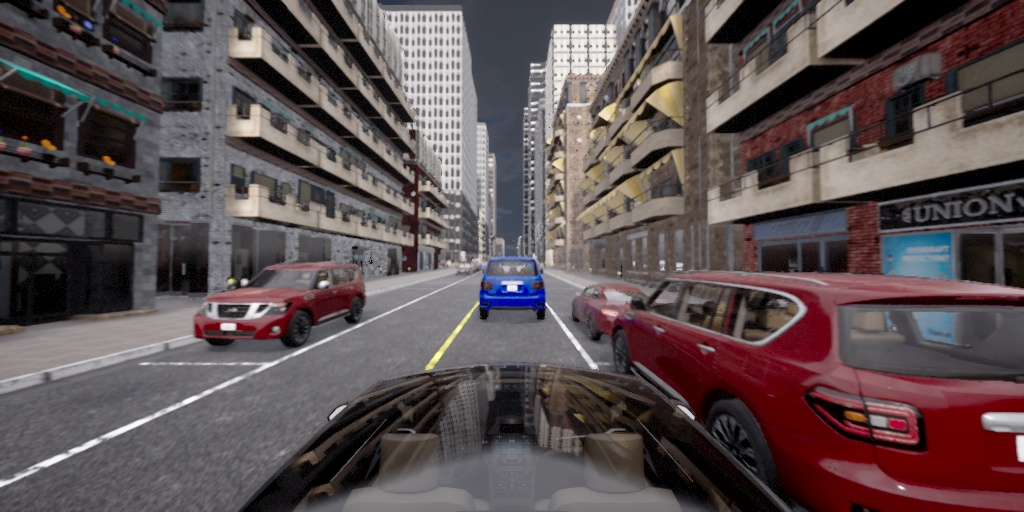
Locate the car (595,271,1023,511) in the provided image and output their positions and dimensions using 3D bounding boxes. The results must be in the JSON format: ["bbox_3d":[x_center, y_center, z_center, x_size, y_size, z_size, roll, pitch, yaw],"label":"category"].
[{"bbox_3d":[2.690,1.080,4.208,2.192,1.841,5.009,0,0,0],"label":"car"}]

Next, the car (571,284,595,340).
[{"bbox_3d":[2.688,1.382,9.748,1.802,1.307,4.207,0,0,0],"label":"car"}]

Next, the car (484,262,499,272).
[{"bbox_3d":[-3.089,1.643,55.249,1.994,1.385,4.181,0,0,0],"label":"car"}]

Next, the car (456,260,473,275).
[{"bbox_3d":[-5.672,1.554,42.934,2.007,1.370,4.403,0,0,0],"label":"car"}]

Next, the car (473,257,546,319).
[{"bbox_3d":[0.029,1.045,13.296,2.150,2.045,5.566,0,0,0],"label":"car"}]

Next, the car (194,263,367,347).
[{"bbox_3d":[-5.694,1.114,9.693,2.192,1.841,5.009,0,0,0],"label":"car"}]
